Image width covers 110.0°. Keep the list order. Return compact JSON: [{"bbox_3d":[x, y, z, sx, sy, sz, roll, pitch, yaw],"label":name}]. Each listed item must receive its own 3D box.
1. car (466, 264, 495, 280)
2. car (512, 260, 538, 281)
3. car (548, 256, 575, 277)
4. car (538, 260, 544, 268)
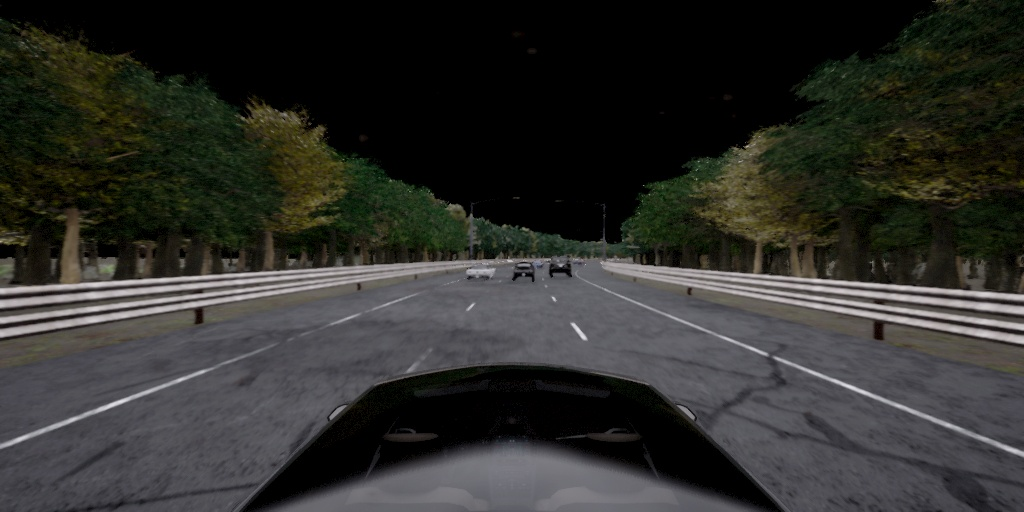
[{"bbox_3d":[-2.631,1.370,31.489,1.895,1.301,4.718,0,0,5],"label":"car"},{"bbox_3d":[1.085,1.295,31.204,1.837,1.490,4.892,0,0,4],"label":"car"},{"bbox_3d":[4.905,1.047,36.927,2.150,2.045,5.566,0,0,5],"label":"car"},{"bbox_3d":[4.734,1.447,64.670,2.033,1.411,5.357,0,0,9],"label":"car"}]
